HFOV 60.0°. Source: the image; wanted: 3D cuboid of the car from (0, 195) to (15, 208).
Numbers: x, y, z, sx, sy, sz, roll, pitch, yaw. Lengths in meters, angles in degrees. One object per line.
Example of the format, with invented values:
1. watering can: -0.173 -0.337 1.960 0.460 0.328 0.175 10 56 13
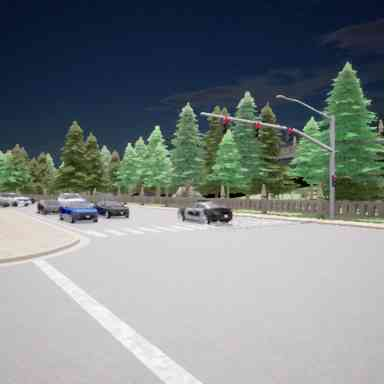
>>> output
1. car: -27.291 1.459 46.134 4.892 1.490 1.837 -1 -1 30

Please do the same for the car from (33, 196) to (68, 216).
1. car: -13.943 1.459 32.769 1.837 1.490 4.892 0 1 -35

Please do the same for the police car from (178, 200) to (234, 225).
1. police car: 0.784 1.395 23.939 1.930 1.638 5.238 0 0 -34

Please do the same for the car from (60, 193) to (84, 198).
1. car: -14.036 1.186 38.891 2.150 2.045 5.566 0 0 -37

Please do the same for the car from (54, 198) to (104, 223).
1. car: -8.636 1.436 25.135 1.882 1.535 5.008 0 0 -34

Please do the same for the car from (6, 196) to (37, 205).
1. car: -30.239 1.464 58.878 4.892 1.490 1.837 0 0 15

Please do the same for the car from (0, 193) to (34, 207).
1. car: -26.681 1.179 49.853 5.566 2.045 2.150 0 0 27

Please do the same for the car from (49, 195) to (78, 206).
1. car: -21.108 1.320 54.560 4.553 1.767 2.097 0 0 31

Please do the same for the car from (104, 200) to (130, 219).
1. car: -7.146 1.441 29.138 1.882 1.535 5.008 0 0 -35
